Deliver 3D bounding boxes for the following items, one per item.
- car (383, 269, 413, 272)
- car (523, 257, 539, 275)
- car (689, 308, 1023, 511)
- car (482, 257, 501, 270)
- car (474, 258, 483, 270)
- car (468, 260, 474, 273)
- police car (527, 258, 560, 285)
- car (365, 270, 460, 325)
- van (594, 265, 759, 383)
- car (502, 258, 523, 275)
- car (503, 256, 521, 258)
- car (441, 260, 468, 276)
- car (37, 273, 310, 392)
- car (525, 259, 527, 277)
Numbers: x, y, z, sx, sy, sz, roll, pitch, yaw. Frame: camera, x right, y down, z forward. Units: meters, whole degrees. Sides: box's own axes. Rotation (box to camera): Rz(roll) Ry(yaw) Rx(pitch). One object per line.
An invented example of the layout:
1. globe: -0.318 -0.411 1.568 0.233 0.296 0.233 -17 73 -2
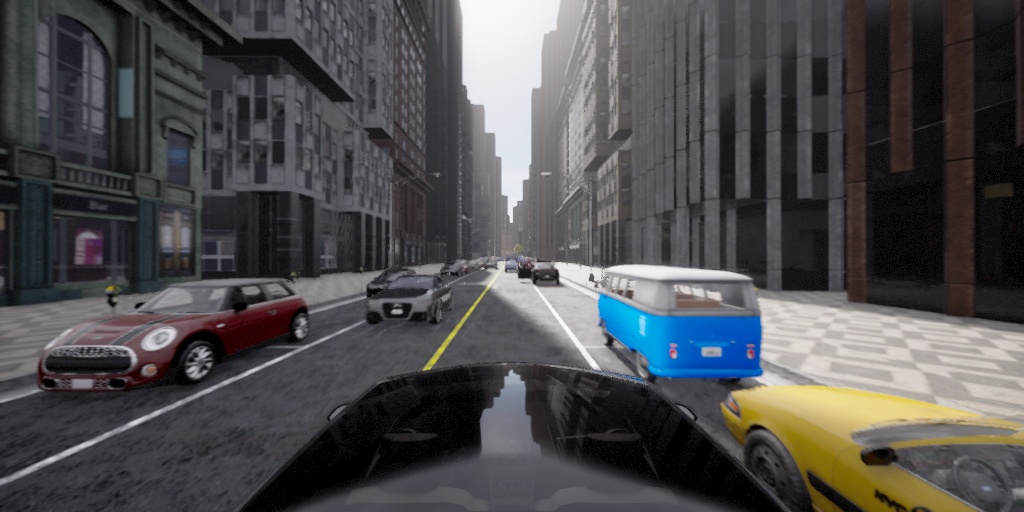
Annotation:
1. car: -5.770 1.311 18.073 1.948 1.339 4.313 0 0 0
2. car: 2.744 1.055 46.269 2.192 1.841 5.009 0 0 0
3. car: 2.762 1.276 1.345 1.751 1.417 4.829 0 0 0
4. car: -3.088 1.243 53.015 1.837 1.490 4.892 0 0 0
5. car: -5.784 1.289 51.891 2.007 1.370 4.403 0 0 0
6. car: -5.779 1.180 40.619 1.967 1.591 4.097 0 0 0
7. police car: 2.356 1.169 26.538 1.930 1.638 5.238 0 0 0
8. car: -3.104 1.311 11.663 1.994 1.385 4.181 0 0 0
9. van: 2.760 1.089 6.812 1.690 1.789 3.998 0 0 0
10. car: 0.002 1.288 45.588 2.033 1.411 5.357 0 0 0
11. car: -0.025 0.958 62.535 2.150 2.045 5.566 0 0 0
12. car: -5.777 1.308 34.982 1.948 1.339 4.313 0 0 0
13. car: -5.765 1.188 6.801 1.967 1.591 4.097 0 0 0
14. car: 2.746 1.286 40.632 1.888 1.381 4.507 0 0 0
